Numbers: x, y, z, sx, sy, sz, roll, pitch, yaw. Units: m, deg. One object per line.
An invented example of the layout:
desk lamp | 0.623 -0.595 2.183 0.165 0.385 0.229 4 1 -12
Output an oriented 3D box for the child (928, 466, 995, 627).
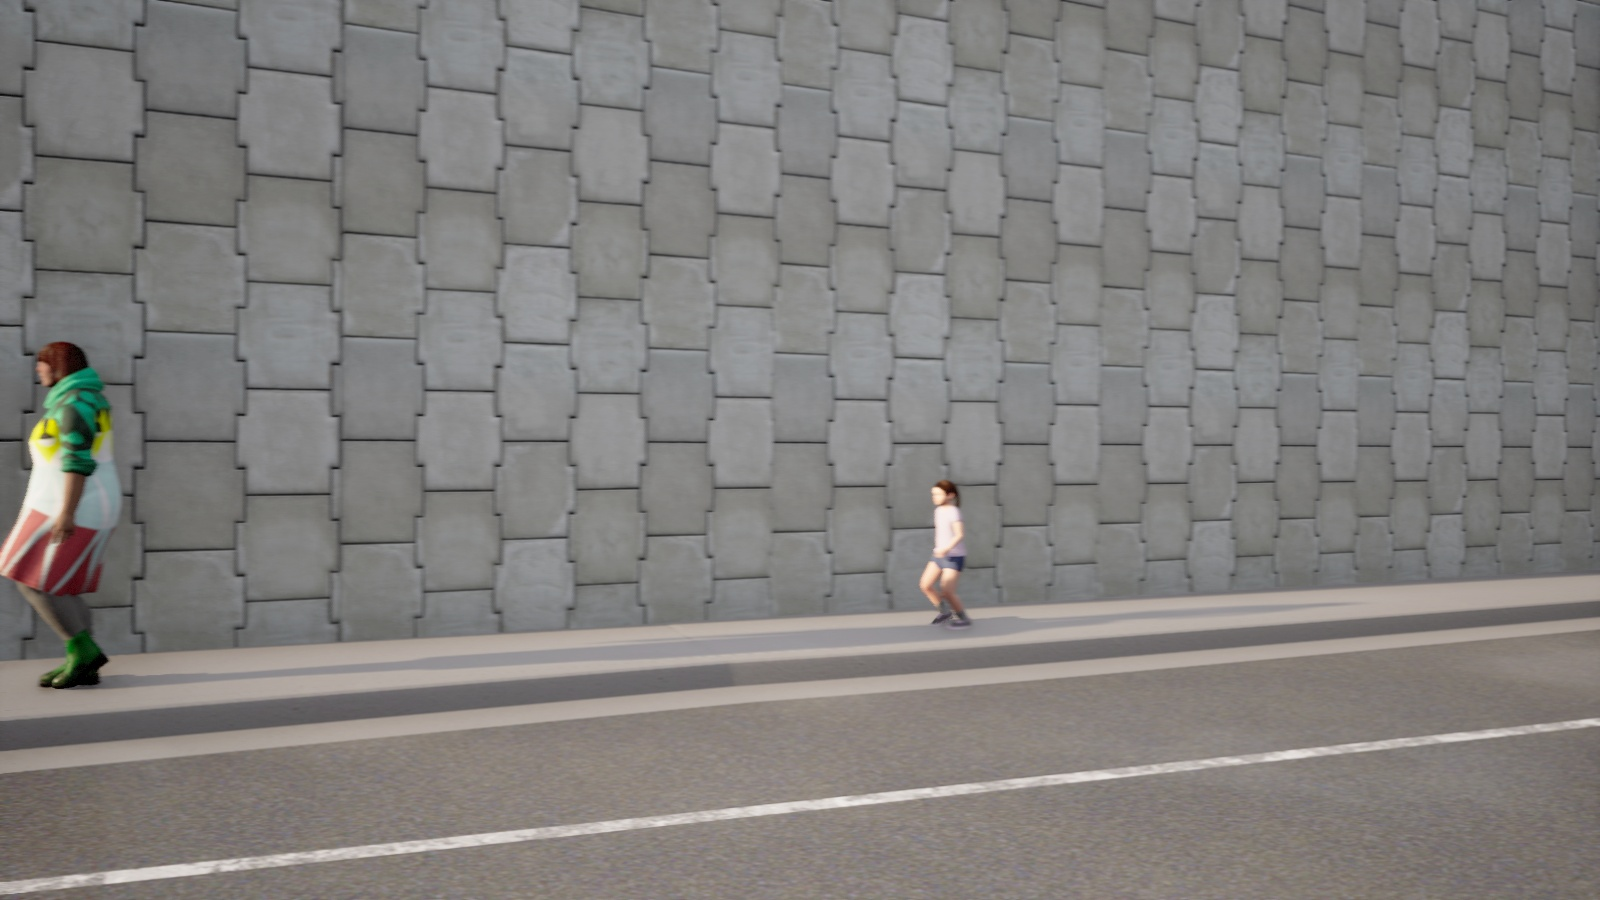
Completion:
child | 1.150 0.679 8.954 0.394 1.110 0.255 -1 1 -25

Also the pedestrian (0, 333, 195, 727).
pedestrian | -3.740 0.388 6.664 0.873 1.952 0.659 -1 1 -22
